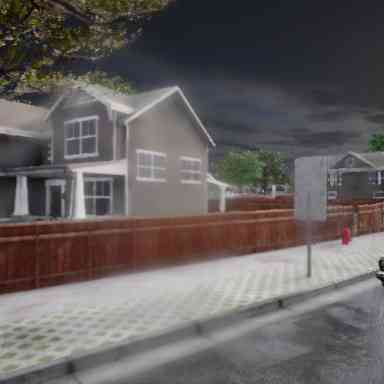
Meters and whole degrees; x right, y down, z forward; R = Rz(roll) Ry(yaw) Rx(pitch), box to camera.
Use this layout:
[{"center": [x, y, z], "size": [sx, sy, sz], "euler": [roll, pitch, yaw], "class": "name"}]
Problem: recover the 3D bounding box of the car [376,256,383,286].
[{"center": [6.198, 1.601, 7.691], "size": [4.718, 1.301, 1.895], "euler": [0, 0, -37], "class": "car"}]
